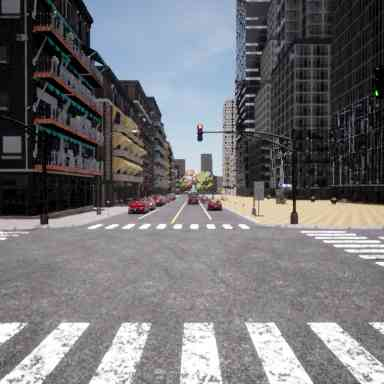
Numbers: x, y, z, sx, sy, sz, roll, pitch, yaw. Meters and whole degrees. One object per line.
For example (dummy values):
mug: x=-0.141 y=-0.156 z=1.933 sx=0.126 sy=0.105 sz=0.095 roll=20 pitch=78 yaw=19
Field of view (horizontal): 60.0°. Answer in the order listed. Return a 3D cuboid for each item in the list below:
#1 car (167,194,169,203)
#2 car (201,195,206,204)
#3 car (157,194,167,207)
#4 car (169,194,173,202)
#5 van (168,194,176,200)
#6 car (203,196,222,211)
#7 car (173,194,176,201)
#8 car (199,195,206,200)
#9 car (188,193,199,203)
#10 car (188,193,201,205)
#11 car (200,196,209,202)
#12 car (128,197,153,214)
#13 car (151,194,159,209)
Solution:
car: x=-5.579 y=1.438 z=57.996 sx=1.967 sy=1.590 sz=4.097 roll=-1 pitch=0 yaw=0
car: x=2.782 y=1.551 z=63.685 sx=2.008 sy=1.369 sz=4.403 roll=-1 pitch=0 yaw=0
car: x=-5.593 y=1.312 z=52.348 sx=2.192 sy=1.841 sz=5.009 roll=-1 pitch=0 yaw=0
car: x=-5.553 y=1.583 z=69.294 sx=1.802 sy=1.307 sz=4.206 roll=-1 pitch=0 yaw=0
van: x=-5.508 y=1.350 z=91.889 sx=1.690 sy=1.788 sz=3.998 roll=-1 pitch=0 yaw=0
car: x=2.733 y=1.540 z=41.089 sx=1.887 sy=1.381 sz=4.507 roll=-1 pitch=0 yaw=0
car: x=-5.521 y=1.321 z=86.241 sx=2.192 sy=1.841 sz=5.009 roll=-1 pitch=0 yaw=0
car: x=2.842 y=1.534 z=92.100 sx=1.752 sy=1.417 sz=4.829 roll=-1 pitch=0 yaw=0
car: x=0.263 y=1.223 z=70.034 sx=2.150 sy=2.045 sz=5.566 roll=0 pitch=0 yaw=0
car: x=0.228 y=1.477 z=59.769 sx=1.882 sy=1.535 sz=5.008 roll=0 pitch=0 yaw=0
car: x=2.806 y=1.548 z=74.983 sx=1.887 sy=1.381 sz=4.507 roll=-1 pitch=0 yaw=0
car: x=-5.626 y=1.540 z=35.400 sx=1.887 sy=1.381 sz=4.507 roll=-1 pitch=0 yaw=0
car: x=-5.615 y=1.436 z=41.049 sx=1.967 sy=1.590 sz=4.097 roll=-1 pitch=0 yaw=0
